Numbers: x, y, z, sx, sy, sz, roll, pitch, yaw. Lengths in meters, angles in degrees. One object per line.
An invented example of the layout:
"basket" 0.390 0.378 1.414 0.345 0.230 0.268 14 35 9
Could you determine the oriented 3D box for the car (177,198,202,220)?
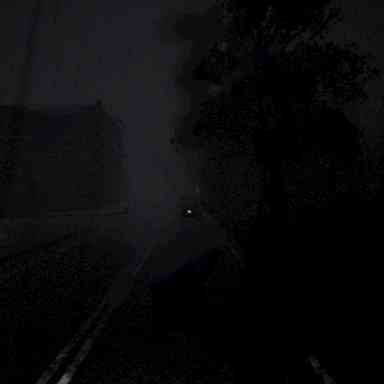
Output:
"car" -0.239 1.473 27.185 1.994 1.385 4.181 0 0 -1
